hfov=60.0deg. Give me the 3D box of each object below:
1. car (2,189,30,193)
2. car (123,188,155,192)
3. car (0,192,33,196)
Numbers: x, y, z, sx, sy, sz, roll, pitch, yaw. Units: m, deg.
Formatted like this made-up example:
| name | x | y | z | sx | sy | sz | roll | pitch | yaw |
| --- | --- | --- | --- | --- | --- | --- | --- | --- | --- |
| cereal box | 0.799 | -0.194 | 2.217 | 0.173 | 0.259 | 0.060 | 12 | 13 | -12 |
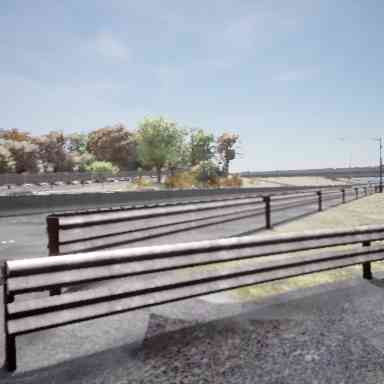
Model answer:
| name | x | y | z | sx | sy | sz | roll | pitch | yaw |
| --- | --- | --- | --- | --- | --- | --- | --- | --- | --- |
| car | -16.917 | 0.668 | 30.901 | 2.097 | 1.767 | 4.553 | 0 | 1 | 33 |
| car | -6.900 | 0.255 | 46.457 | 2.097 | 1.767 | 4.553 | 0 | 1 | 33 |
| car | -14.378 | 0.920 | 28.382 | 1.895 | 1.301 | 4.718 | 0 | 1 | 33 |
